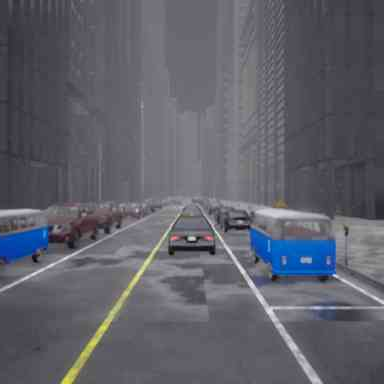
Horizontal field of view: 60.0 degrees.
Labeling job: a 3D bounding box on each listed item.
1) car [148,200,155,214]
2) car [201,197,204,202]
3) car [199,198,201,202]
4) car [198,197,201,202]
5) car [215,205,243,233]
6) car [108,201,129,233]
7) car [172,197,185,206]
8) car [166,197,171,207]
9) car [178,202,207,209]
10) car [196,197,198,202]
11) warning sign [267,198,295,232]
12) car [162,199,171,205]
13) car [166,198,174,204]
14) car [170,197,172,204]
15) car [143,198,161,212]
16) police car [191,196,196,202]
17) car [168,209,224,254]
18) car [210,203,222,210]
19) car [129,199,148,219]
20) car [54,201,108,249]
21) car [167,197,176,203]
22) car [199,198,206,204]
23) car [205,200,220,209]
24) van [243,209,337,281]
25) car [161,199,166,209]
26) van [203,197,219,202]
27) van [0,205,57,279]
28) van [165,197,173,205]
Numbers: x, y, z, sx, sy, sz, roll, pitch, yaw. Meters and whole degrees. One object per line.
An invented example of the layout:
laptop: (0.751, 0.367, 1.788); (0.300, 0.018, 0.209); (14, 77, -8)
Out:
car: (-5.772, 1.917, 37.912); (2.008, 1.369, 4.403); (0, -1, 0)
car: (2.750, 1.919, 49.148); (1.967, 1.590, 4.097); (0, -1, 0)
car: (2.747, 2.158, 60.364); (1.947, 1.339, 4.313); (0, -1, 0)
car: (2.744, 2.291, 71.582); (1.802, 1.307, 4.206); (0, -1, 0)
car: (2.758, 1.768, 21.102); (1.947, 1.339, 4.313); (0, -1, 0)
car: (-5.767, 1.516, 21.086); (2.192, 1.841, 5.009); (0, -1, 0)
car: (-3.020, 2.251, 71.803); (2.033, 1.411, 5.357); (0, -1, 0)
car: (-5.780, 2.201, 65.958); (2.008, 1.369, 4.403); (0, -1, 0)
car: (-0.005, 1.846, 29.272); (1.994, 1.385, 4.181); (0, -1, 0)
car: (2.742, 2.084, 77.193); (2.192, 1.841, 5.009); (0, -1, 0)
warning sign: (5.061, 1.297, 18.979); (1.300, 1.860, 1.060); (0, -1, 0)
car: (-5.783, 2.292, 77.006); (1.752, 1.417, 4.829); (0, -1, 0)
car: (-5.786, 2.327, 88.395); (1.967, 1.590, 4.097); (0, -1, 0)
car: (-5.781, 2.291, 71.567); (1.802, 1.307, 4.206); (0, -1, 0)
car: (-5.773, 1.737, 43.523); (2.192, 1.841, 5.009); (0, -1, 0)
police car: (0.876, 2.321, 89.081); (1.930, 1.638, 5.238); (0, -1, 0)
car: (-0.003, 1.681, 13.995); (2.033, 1.411, 5.357); (0, -1, 0)
car: (2.756, 1.822, 26.711); (1.947, 1.339, 4.313); (0, -1, 0)
car: (-5.770, 1.751, 32.304); (1.967, 1.590, 4.097); (0, -1, 0)
car: (-5.765, 1.462, 15.477); (2.192, 1.841, 5.009); (0, -1, 0)
car: (-5.787, 2.262, 94.006); (2.192, 1.841, 5.009); (0, -1, 0)
car: (2.739, 2.415, 88.579); (1.752, 1.417, 4.829); (0, -1, 0)
car: (2.753, 1.912, 37.929); (1.887, 1.381, 4.507); (0, -1, 0)
van: (2.762, 1.435, 9.887); (1.690, 1.788, 3.998); (0, -1, 0)
car: (-5.776, 2.101, 54.739); (1.947, 1.339, 4.313); (0, -1, 0)
van: (2.752, 1.764, 43.540); (1.690, 1.788, 3.998); (0, -1, 0)
van: (-5.763, 1.435, 9.867); (1.690, 1.788, 3.998); (0, -1, 0)
van: (-5.784, 2.169, 82.787); (1.690, 1.788, 3.998); (0, -1, 0)
